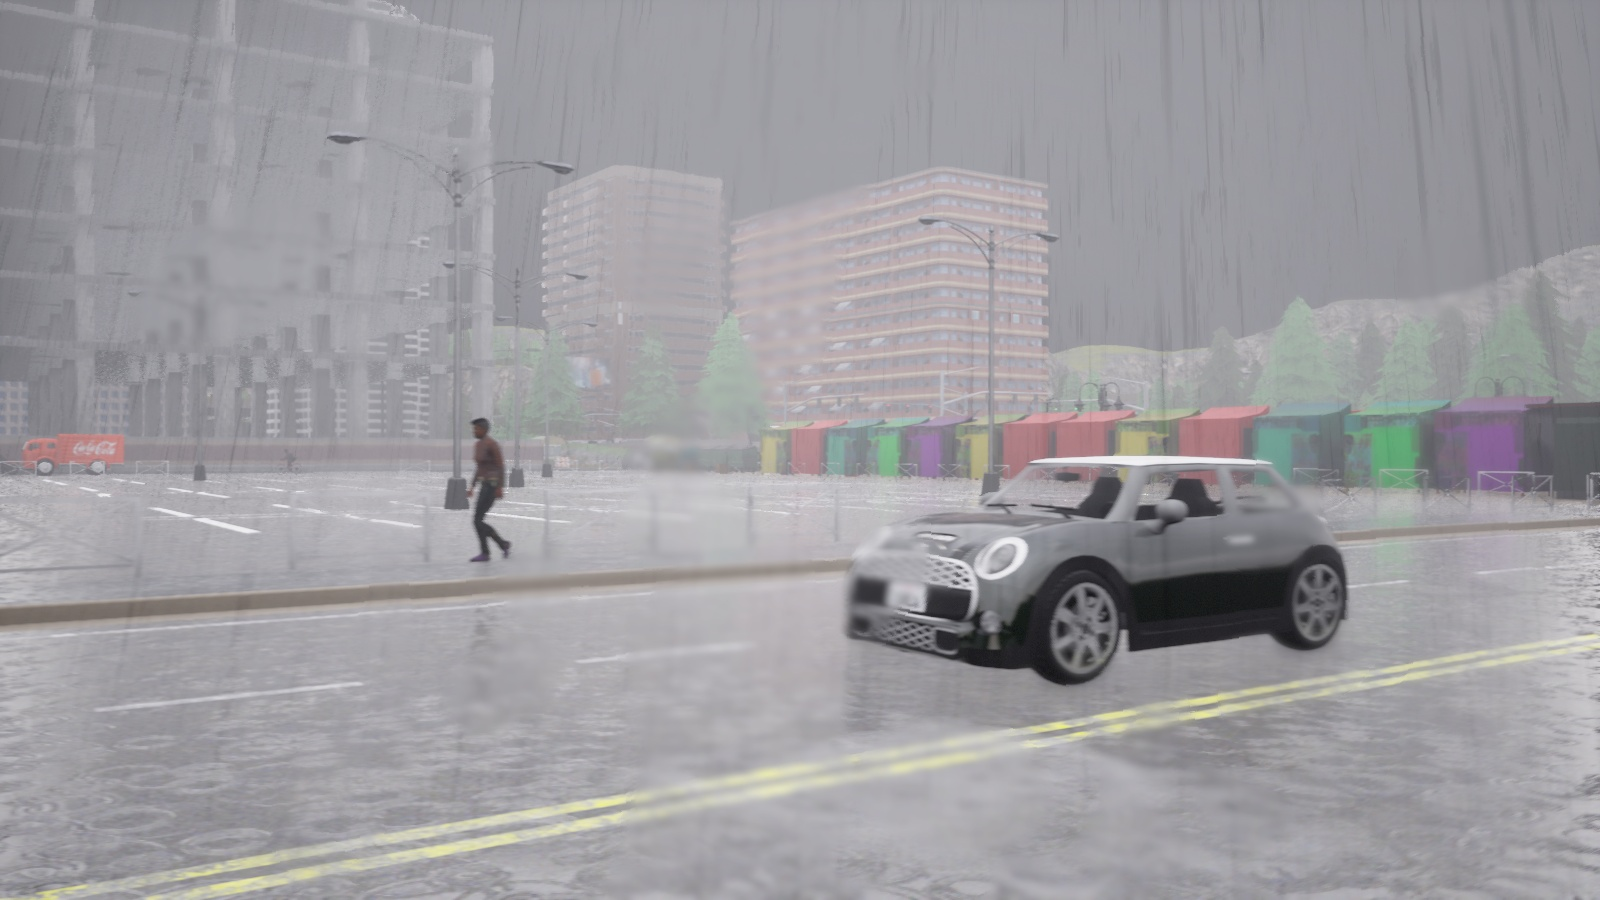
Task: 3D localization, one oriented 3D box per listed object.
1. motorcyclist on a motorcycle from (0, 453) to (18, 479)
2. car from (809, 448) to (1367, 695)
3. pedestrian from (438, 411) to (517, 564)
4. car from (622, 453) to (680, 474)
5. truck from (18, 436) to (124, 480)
[{"bbox_3d":[-47.959,0.947,75.033,2.044,1.523,0.797,0,0,-35],"label":"motorcyclist on a motorcycle"},{"bbox_3d":[2.197,0.728,9.360,3.806,1.475,1.970,0,0,-33],"label":"car"},{"bbox_3d":[-3.909,0.447,15.226,0.869,1.805,0.328,0,0,-35],"label":"pedestrian"},{"bbox_3d":[-10.532,0.934,88.652,3.633,1.501,1.845,0,0,-35],"label":"car"},{"bbox_3d":[-43.080,0.467,74.199,5.204,2.467,2.627,0,0,-35],"label":"truck"}]
